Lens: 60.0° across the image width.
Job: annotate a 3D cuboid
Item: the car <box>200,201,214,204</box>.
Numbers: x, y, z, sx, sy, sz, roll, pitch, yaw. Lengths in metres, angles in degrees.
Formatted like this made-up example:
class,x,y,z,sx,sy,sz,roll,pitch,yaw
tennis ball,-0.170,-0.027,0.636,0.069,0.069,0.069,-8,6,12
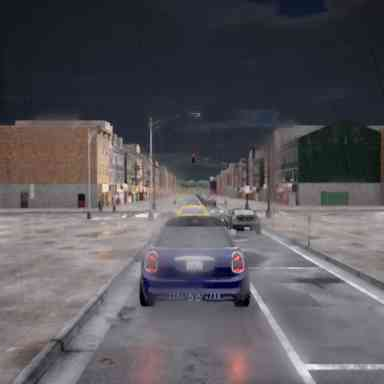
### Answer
class,x,y,z,sx,sy,sz,roll,pitch,yaw
car,0.066,1.462,17.998,1.882,1.535,5.008,0,0,1

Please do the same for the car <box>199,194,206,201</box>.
class,x,y,z,sx,sy,sz,roll,pitch,yaw
car,2.790,1.551,61.798,1.802,1.307,4.206,-1,0,0

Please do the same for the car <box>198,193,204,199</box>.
class,x,y,z,sx,sy,sz,roll,pitch,yaw
car,2.819,1.512,72.863,1.887,1.381,4.507,-1,0,0

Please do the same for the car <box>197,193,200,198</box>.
class,x,y,z,sx,sy,sz,roll,pitch,yaw
car,2.832,1.406,78.396,1.967,1.590,4.097,-1,0,0

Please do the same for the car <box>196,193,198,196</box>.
class,x,y,z,sx,sy,sz,roll,pitch,yaw
car,2.879,1.514,94.994,2.008,1.369,4.403,-1,0,0

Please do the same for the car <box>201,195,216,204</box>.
class,x,y,z,sx,sy,sz,roll,pitch,yaw
car,2.759,1.517,50.733,1.887,1.381,4.507,-1,0,0

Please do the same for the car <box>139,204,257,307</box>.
class,x,y,z,sx,sy,sz,roll,pitch,yaw
car,0.069,1.344,8.123,2.097,1.767,4.553,0,0,1

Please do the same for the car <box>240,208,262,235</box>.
class,x,y,z,sx,sy,sz,roll,pitch,yaw
car,2.672,1.535,18.288,2.008,1.369,4.403,-1,0,0
